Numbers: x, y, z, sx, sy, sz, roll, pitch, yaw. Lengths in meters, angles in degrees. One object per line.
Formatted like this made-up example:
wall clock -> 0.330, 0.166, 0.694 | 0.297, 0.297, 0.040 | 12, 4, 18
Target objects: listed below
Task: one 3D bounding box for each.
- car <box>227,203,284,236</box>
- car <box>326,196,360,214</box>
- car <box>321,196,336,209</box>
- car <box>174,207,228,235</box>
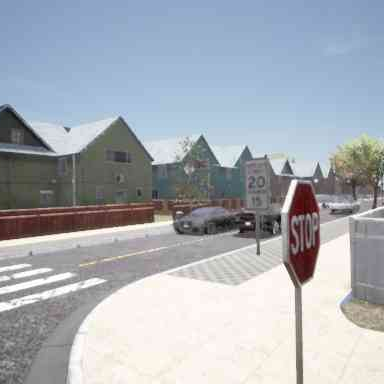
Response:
car -> 4.123, 1.337, 17.699 | 1.882, 1.535, 5.008 | -2, -1, 37
car -> 14.770, 1.332, 31.945 | 1.895, 1.301, 4.718 | -2, -1, 37
car -> 16.921, 1.253, 39.654 | 2.128, 1.511, 4.902 | -2, -1, 37
car -> 0.897, 1.510, 18.302 | 1.994, 1.385, 4.181 | -2, -1, 37
